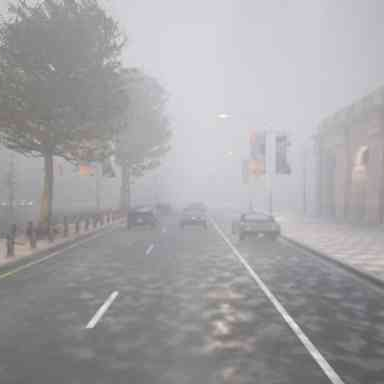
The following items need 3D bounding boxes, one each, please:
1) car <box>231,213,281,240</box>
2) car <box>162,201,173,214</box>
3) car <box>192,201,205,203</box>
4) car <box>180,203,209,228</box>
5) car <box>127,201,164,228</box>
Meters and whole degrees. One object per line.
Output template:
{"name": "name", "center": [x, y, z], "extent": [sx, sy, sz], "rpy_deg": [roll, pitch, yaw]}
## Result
{"name": "car", "center": [3.253, 1.765, 17.916], "extent": [1.895, 1.301, 4.718], "rpy_deg": [0, -1, 0]}
{"name": "car", "center": [-3.392, 1.857, 40.169], "extent": [1.882, 1.535, 5.008], "rpy_deg": [0, 0, 0]}
{"name": "car", "center": [0.800, 1.874, 38.806], "extent": [1.837, 1.490, 4.892], "rpy_deg": [-1, 0, 11]}
{"name": "car", "center": [0.105, 1.776, 24.132], "extent": [2.033, 1.411, 5.357], "rpy_deg": [0, -1, 0]}
{"name": "car", "center": [-3.395, 1.706, 24.128], "extent": [1.882, 1.535, 5.008], "rpy_deg": [0, 0, 0]}
